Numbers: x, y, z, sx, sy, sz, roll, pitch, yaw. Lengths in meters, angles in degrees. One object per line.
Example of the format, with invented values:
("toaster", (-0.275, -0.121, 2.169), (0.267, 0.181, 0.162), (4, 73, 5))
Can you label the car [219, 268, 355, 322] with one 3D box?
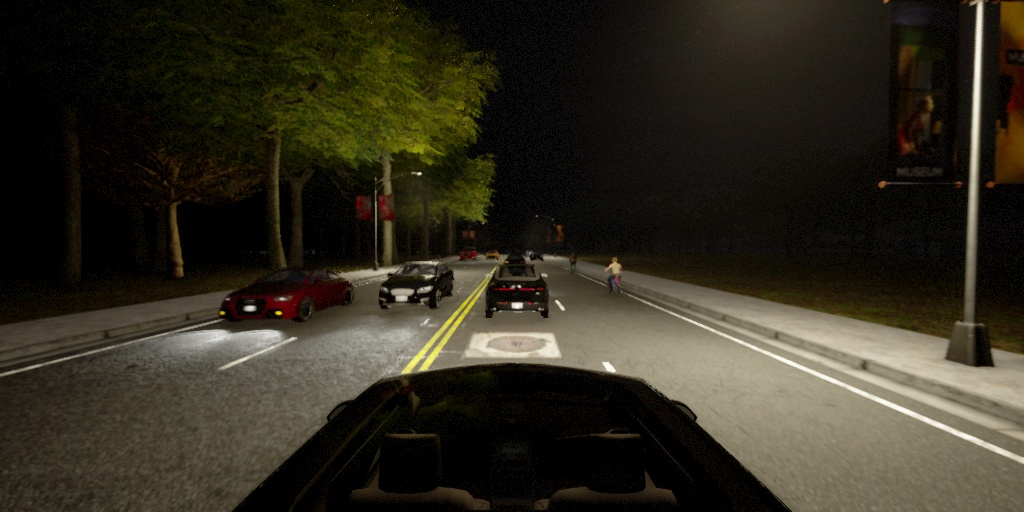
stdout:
("car", (-6.552, 1.071, 10.964), (1.994, 1.385, 4.181), (0, 1, 0))

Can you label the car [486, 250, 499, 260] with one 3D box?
("car", (-3.022, -0.135, 56.072), (1.882, 1.535, 5.008), (0, 1, 1))

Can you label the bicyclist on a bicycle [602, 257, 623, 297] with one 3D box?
("bicyclist on a bicycle", (4.234, 0.850, 14.886), (0.866, 1.612, 1.509), (0, 1, 0))

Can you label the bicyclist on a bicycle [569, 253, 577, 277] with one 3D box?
("bicyclist on a bicycle", (4.264, 0.610, 25.045), (0.582, 1.620, 1.656), (0, 1, 0))

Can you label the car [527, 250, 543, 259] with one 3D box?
("car", (3.623, 0.042, 54.059), (1.895, 1.301, 4.718), (0, 1, 0))

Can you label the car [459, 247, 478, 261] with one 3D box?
("car", (-6.309, -0.302, 52.311), (2.150, 2.045, 5.566), (0, 1, 1))

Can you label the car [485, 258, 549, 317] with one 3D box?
("car", (0.152, 0.993, 11.858), (1.837, 1.490, 4.892), (0, 1, 0))

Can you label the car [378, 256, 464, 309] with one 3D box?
("car", (-3.292, 0.944, 13.168), (2.128, 1.511, 4.902), (0, 1, 0))

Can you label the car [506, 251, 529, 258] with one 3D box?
("car", (0.248, 0.548, 30.326), (1.812, 1.442, 4.674), (0, 1, 0))
